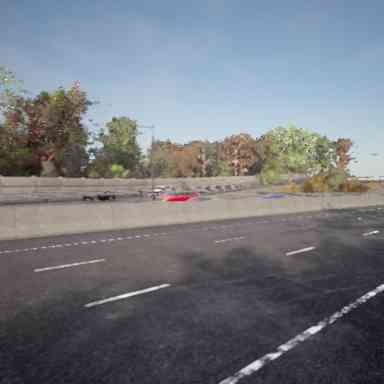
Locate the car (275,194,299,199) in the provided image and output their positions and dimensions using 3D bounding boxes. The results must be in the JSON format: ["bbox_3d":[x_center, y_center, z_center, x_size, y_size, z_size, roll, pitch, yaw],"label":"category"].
[{"bbox_3d":[14.853,1.218,49.289,4.718,1.301,1.895,0,1,-43],"label":"car"}]

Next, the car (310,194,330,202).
[{"bbox_3d":[24.335,1.066,63.184,4.674,1.442,1.812,0,1,-44],"label":"car"}]

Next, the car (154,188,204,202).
[{"bbox_3d":[-1.431,0.864,38.566,5.566,2.045,2.150,0,1,-44],"label":"car"}]

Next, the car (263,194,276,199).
[{"bbox_3d":[13.175,1.062,52.518,5.008,1.535,1.882,0,0,-43],"label":"car"}]

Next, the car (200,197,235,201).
[{"bbox_3d":[3.202,1.273,33.312,4.181,1.385,1.994,0,1,-44],"label":"car"}]

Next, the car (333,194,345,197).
[{"bbox_3d":[26.559,1.074,60.474,4.892,1.490,1.837,0,1,-44],"label":"car"}]

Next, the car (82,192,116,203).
[{"bbox_3d":[-11.975,0.654,42.983,1.895,1.301,4.718,0,1,24],"label":"car"}]

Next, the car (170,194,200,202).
[{"bbox_3d":[0.621,1.227,35.690,5.357,1.411,2.033,0,1,-44],"label":"car"}]

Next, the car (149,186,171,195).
[{"bbox_3d":[-5.430,-0.037,58.512,2.150,2.045,5.566,0,2,24],"label":"car"}]

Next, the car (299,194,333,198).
[{"bbox_3d":[17.638,1.152,47.114,4.892,1.490,1.837,0,0,-43],"label":"car"}]

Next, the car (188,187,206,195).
[{"bbox_3d":[1.177,-0.272,72.931,2.033,1.411,5.357,0,3,26],"label":"car"}]
